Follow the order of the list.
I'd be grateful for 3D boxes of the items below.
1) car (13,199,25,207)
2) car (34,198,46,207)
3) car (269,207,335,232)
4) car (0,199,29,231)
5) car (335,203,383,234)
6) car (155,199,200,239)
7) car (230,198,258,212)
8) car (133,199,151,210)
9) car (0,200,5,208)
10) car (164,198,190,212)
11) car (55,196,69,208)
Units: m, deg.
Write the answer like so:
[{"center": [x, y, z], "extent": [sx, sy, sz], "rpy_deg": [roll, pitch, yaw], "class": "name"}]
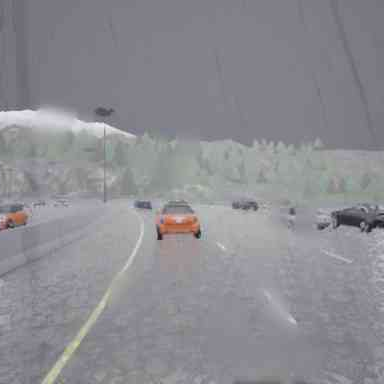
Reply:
[{"center": [-32.661, 2.031, 62.859], "extent": [1.837, 1.490, 4.892], "rpy_deg": [-1, 0, -26], "class": "car"}, {"center": [-28.659, 1.991, 62.719], "extent": [1.837, 1.490, 4.892], "rpy_deg": [-1, 0, -26], "class": "car"}, {"center": [6.229, 1.550, 19.891], "extent": [1.895, 1.301, 4.718], "rpy_deg": [-1, 0, -8], "class": "car"}, {"center": [-12.162, 1.576, 21.255], "extent": [2.097, 1.767, 4.553], "rpy_deg": [-1, 0, -9], "class": "car"}, {"center": [9.618, 1.388, 18.669], "extent": [2.128, 1.511, 4.902], "rpy_deg": [-1, 0, -7], "class": "car"}, {"center": [-0.882, 1.402, 17.970], "extent": [2.097, 1.767, 4.553], "rpy_deg": [-1, 0, -7], "class": "car"}, {"center": [6.076, 1.498, 39.137], "extent": [1.837, 1.490, 4.892], "rpy_deg": [0, 0, -14], "class": "car"}, {"center": [-7.162, 1.683, 47.696], "extent": [1.882, 1.535, 5.008], "rpy_deg": [0, 0, -19], "class": "car"}, {"center": [-35.737, 2.131, 61.191], "extent": [1.994, 1.385, 4.181], "rpy_deg": [-1, 0, -26], "class": "car"}, {"center": [-1.961, 1.609, 42.312], "extent": [2.128, 1.511, 4.902], "rpy_deg": [-1, 0, -16], "class": "car"}, {"center": [-23.428, 1.684, 59.849], "extent": [2.150, 2.045, 5.566], "rpy_deg": [-1, 0, -24], "class": "car"}]
